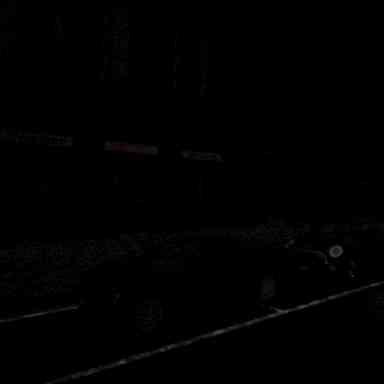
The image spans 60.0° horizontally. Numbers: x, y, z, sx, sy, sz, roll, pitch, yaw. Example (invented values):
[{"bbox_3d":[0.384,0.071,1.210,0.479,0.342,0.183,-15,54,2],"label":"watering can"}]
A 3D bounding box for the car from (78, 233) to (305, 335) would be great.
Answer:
[{"bbox_3d":[0.037,1.584,6.783,4.507,1.381,1.887,1,0,-35],"label":"car"}]

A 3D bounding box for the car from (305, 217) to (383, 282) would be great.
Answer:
[{"bbox_3d":[4.618,1.535,10.047,4.097,1.590,1.967,1,0,-35],"label":"car"}]
